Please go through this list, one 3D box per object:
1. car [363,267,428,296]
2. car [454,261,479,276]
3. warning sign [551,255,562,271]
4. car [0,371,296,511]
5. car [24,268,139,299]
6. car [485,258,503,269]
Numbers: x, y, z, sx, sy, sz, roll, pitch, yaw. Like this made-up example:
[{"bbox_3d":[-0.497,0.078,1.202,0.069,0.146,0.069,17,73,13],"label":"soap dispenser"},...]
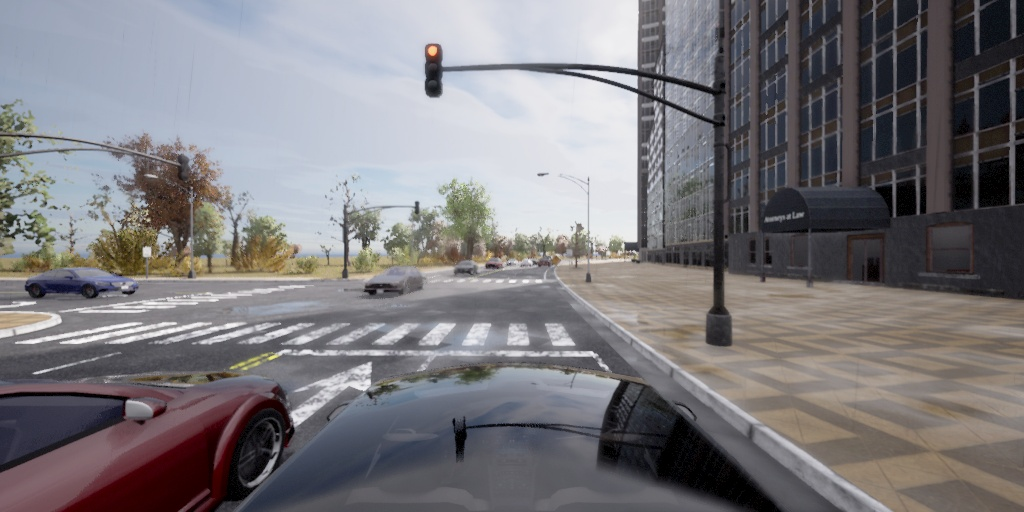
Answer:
[{"bbox_3d":[-6.102,1.288,19.584,2.033,1.411,5.357,0,0,3],"label":"car"},{"bbox_3d":[-4.734,1.239,37.522,1.837,1.490,4.892,0,0,6],"label":"car"},{"bbox_3d":[5.419,0.853,43.942,1.300,1.860,1.060,0,0,7],"label":"warning sign"},{"bbox_3d":[-3.108,1.314,1.797,1.994,1.385,4.181,0,0,0],"label":"car"},{"bbox_3d":[-21.665,1.316,18.075,4.674,1.442,1.812,0,0,4],"label":"car"},{"bbox_3d":[-2.704,1.083,53.995,2.097,1.767,4.553,0,0,8],"label":"car"}]
